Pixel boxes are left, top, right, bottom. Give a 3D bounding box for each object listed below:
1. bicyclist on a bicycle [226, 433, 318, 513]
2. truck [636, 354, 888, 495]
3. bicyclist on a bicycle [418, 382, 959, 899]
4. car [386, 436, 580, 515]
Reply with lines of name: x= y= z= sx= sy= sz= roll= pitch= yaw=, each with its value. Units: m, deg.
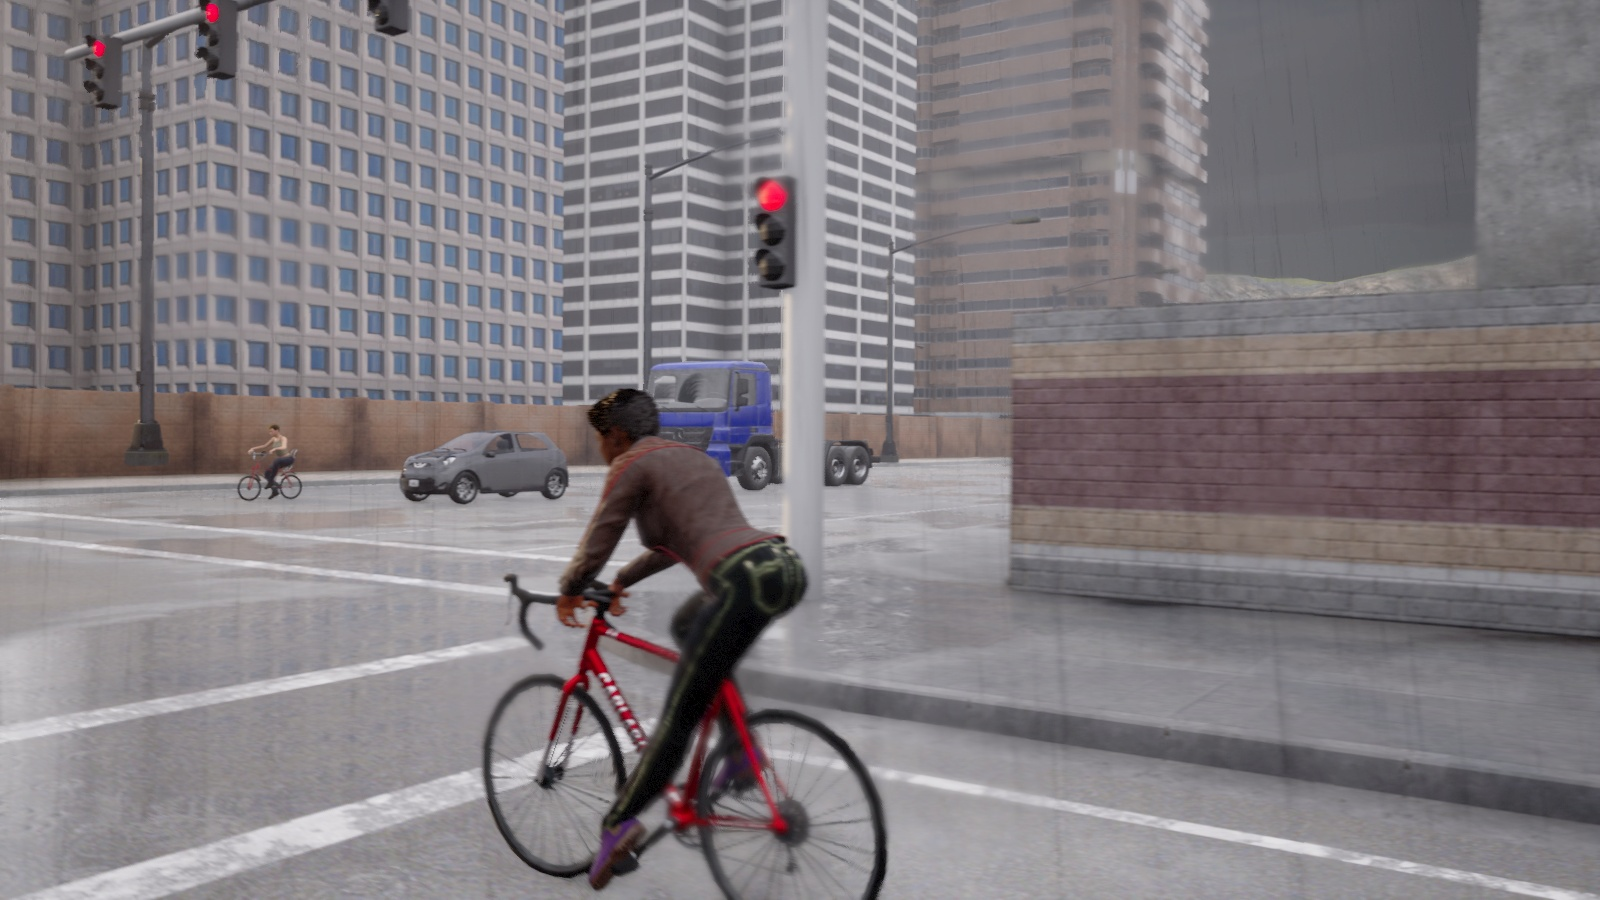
bicyclist on a bicycle: x=-11.005 y=0.451 z=26.217 sx=0.866 sy=1.612 sz=1.509 roll=0 pitch=1 yaw=34
truck: x=-0.819 y=-0.686 z=35.019 sx=2.891 sy=3.462 sz=7.936 roll=0 pitch=1 yaw=34
bicyclist on a bicycle: x=-0.393 y=0.639 z=3.899 sx=1.656 sy=1.620 sz=0.582 roll=-1 pitch=1 yaw=34
car: x=-6.602 y=0.479 z=26.478 sx=1.845 sy=1.501 sz=3.633 roll=0 pitch=1 yaw=34
